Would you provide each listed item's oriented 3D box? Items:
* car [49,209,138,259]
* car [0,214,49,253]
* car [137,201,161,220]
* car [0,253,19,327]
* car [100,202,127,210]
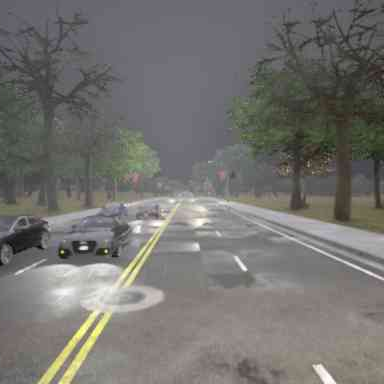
[{"bbox_3d":[-3.503,1.605,12.719,1.994,1.385,4.181,-1,0,-1],"label":"car"},{"bbox_3d":[-6.745,1.574,11.931,2.128,1.511,4.902,-1,0,-1],"label":"car"},{"bbox_3d":[-3.713,1.569,29.091,1.812,1.442,4.674,-1,0,0],"label":"car"},{"bbox_3d":[-3.342,1.590,1.886,2.033,1.411,5.357,-1,0,0],"label":"car"},{"bbox_3d":[-6.970,1.611,29.862,1.812,1.442,4.674,-1,0,0],"label":"car"}]
